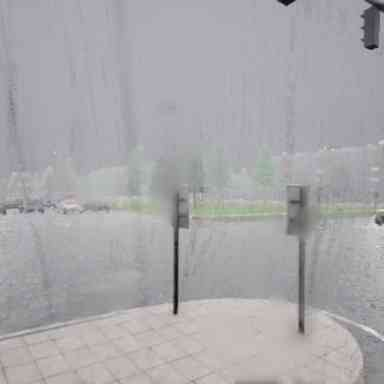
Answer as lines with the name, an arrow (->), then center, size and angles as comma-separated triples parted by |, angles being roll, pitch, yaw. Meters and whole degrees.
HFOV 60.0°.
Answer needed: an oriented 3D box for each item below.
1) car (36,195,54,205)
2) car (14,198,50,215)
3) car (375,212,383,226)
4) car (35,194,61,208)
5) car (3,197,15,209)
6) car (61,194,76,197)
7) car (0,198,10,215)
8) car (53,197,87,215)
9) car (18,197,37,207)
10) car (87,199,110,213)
car -> -26.826, 1.481, 60.737 | 2.097, 1.767, 4.553 | 1, 0, -36
car -> -17.006, 1.611, 35.217 | 2.033, 1.411, 5.357 | 1, 0, -36
car -> 15.411, 1.820, 24.685 | 4.181, 1.385, 1.994 | 1, 0, -35
car -> -20.146, 1.322, 45.486 | 2.150, 2.045, 5.566 | 1, -1, -36
car -> -23.357, 1.627, 43.943 | 1.994, 1.385, 4.181 | 1, 0, -36
car -> -17.983, 1.353, 48.467 | 2.150, 2.045, 5.566 | 1, -1, -36
car -> -19.696, 1.594, 32.970 | 1.994, 1.385, 4.181 | 1, 0, -36
car -> -13.295, 1.623, 36.068 | 1.812, 1.442, 4.674 | 1, 0, -36
car -> -27.787, 1.644, 56.064 | 2.033, 1.411, 5.357 | 1, 0, -35
car -> -11.320, 1.608, 39.308 | 1.882, 1.535, 5.008 | 1, 0, -36
